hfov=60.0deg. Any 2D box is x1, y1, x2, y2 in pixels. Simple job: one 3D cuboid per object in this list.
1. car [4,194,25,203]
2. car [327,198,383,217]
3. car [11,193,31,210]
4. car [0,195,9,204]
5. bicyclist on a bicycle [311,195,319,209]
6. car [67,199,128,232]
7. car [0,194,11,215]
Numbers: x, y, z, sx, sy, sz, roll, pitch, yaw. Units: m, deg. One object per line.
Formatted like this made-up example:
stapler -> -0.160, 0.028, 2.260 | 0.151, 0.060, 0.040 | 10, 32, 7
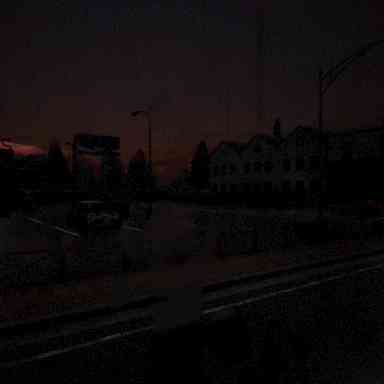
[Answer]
car -> -38.979, 1.327, 73.232 | 3.866, 1.878, 1.905 | 0, 0, -36
car -> 14.337, 1.299, 29.155 | 1.882, 1.535, 5.008 | 0, 0, -35
car -> -19.835, 1.092, 38.155 | 1.905, 1.878, 3.866 | 0, 0, -36
car -> -39.205, 1.495, 66.104 | 4.611, 1.667, 2.242 | 0, 0, -36
bicyclist on a bicycle -> 13.660, 1.122, 36.837 | 1.656, 1.620, 0.582 | 0, 0, -35
car -> -5.315, 1.247, 17.892 | 1.970, 1.475, 3.806 | 0, 0, -36
car -> -17.921, 1.113, 29.845 | 1.932, 1.855, 4.605 | 0, 0, -36
